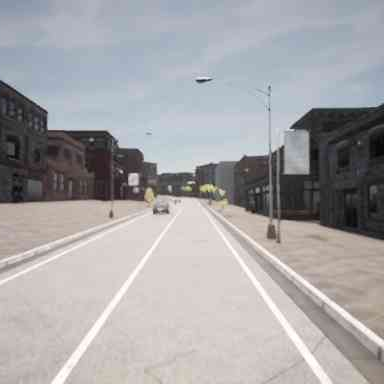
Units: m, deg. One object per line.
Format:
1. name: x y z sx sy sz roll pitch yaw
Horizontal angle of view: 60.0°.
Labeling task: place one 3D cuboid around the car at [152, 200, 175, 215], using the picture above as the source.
1. car: -3.511 1.816 38.865 2.128 1.511 4.902 0 -1 0

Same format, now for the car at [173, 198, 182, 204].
1. car: -3.487 2.171 80.486 1.994 1.385 4.181 0 0 0
